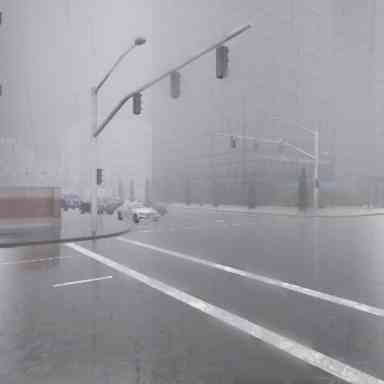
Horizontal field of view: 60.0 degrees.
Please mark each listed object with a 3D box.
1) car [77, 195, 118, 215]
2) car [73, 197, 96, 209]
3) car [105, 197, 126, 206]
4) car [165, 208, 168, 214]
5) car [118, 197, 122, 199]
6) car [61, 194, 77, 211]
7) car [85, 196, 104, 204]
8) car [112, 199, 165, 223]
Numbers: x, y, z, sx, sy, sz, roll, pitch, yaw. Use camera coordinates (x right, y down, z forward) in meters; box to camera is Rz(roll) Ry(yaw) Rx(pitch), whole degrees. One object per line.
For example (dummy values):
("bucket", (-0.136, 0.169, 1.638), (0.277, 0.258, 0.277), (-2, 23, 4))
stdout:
("car", (-9.519, 1.353, 33.186), (2.097, 1.767, 4.553), (0, 0, -36))
("car", (-15.407, 1.527, 47.446), (1.812, 1.442, 4.674), (0, 0, -35))
("car", (-13.050, 1.528, 56.496), (1.812, 1.442, 4.674), (0, 0, -36))
("car", (-4.402, 1.549, 32.047), (2.033, 1.411, 5.357), (0, 0, -36))
("car", (-9.780, 1.354, 39.563), (2.097, 1.767, 4.553), (0, 0, -36))
("car", (-15.113, 1.223, 41.002), (2.150, 2.045, 5.566), (0, 0, -36))
("car", (-19.015, 1.494, 64.831), (2.128, 1.511, 4.902), (0, 0, -36))
("car", (-4.294, 1.527, 25.885), (1.812, 1.442, 4.674), (0, 0, -36))
